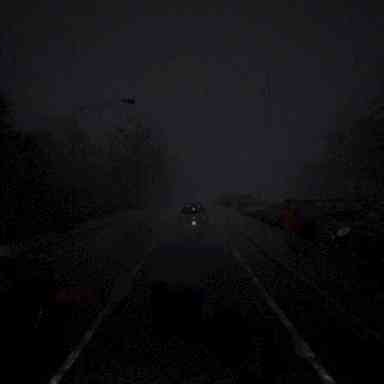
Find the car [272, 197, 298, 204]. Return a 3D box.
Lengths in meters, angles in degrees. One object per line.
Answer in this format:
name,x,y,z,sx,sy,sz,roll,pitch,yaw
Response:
car,20.390,1.920,73.014,5.008,1.535,2.097,0,-1,0

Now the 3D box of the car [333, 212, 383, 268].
car,6.955,1.479,9.325,4.892,1.521,2.231,0,0,0

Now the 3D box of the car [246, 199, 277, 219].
car,7.025,1.540,25.983,4.792,1.488,2.163,0,0,0

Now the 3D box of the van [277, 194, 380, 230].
van,7.124,1.264,17.654,4.442,1.987,1.878,0,0,0

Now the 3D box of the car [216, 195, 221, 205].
car,7.236,1.329,53.744,5.566,2.045,2.435,0,0,0

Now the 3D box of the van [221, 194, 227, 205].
van,7.076,1.347,50.969,4.442,1.987,1.878,0,0,0

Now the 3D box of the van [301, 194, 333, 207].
van,20.171,1.350,53.655,4.442,1.987,1.878,0,-1,0

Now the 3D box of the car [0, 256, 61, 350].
car,-3.348,1.546,3.873,2.033,1.411,5.357,0,0,0

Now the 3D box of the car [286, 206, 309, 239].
car,7.021,1.512,14.877,4.792,1.488,2.163,0,0,0

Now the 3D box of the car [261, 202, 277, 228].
car,6.994,1.526,20.430,4.792,1.488,2.163,0,0,0

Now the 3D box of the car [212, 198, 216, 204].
car,7.306,1.874,70.378,5.008,1.535,2.097,0,-1,0

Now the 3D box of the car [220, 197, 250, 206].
car,7.253,1.646,56.493,4.792,1.488,2.163,0,-1,0

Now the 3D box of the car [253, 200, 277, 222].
car,7.009,1.533,23.206,4.792,1.488,2.163,0,0,0

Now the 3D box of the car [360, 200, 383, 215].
car,20.182,1.567,34.255,4.674,1.452,2.002,0,0,0

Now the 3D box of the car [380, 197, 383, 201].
car,20.158,1.520,31.360,5.008,1.535,2.097,0,0,0

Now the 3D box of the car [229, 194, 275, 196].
car,7.100,1.420,39.864,4.553,1.767,2.185,0,0,0

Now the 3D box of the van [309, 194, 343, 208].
van,20.388,1.343,50.751,4.442,1.987,1.878,0,0,0

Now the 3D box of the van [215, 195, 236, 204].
van,7.433,1.700,73.158,4.442,1.987,1.878,0,-1,0

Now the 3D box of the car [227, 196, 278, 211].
car,6.930,1.535,37.088,5.366,1.575,1.946,0,0,0

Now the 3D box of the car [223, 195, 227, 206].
car,7.156,1.559,45.416,5.008,1.535,2.097,0,0,0

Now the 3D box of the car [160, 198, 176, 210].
car,-3.222,1.611,45.414,1.812,1.442,4.674,0,0,0

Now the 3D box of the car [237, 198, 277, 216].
car,6.884,1.515,28.760,5.366,1.575,1.946,0,0,0

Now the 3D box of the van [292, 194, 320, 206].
van,20.200,1.435,59.046,4.442,1.987,1.878,0,-1,0

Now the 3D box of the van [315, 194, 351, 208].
van,20.373,1.336,48.106,4.442,1.987,1.878,0,0,0

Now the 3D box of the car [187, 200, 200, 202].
car,0.191,1.650,39.635,1.895,1.301,4.718,0,0,0

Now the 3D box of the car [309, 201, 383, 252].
car,7.008,1.353,12.104,4.553,1.767,2.185,0,0,0

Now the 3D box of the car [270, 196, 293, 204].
car,20.378,1.844,75.662,4.553,1.767,2.185,0,-1,0

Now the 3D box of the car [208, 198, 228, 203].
car,7.238,2.333,92.568,5.366,1.575,1.946,0,-1,0

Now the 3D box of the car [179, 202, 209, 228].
car,0.130,1.609,22.492,1.895,1.301,4.718,0,0,0

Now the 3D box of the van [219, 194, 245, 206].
van,7.122,1.442,59.280,4.442,1.987,1.878,0,-1,0

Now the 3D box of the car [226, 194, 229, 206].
car,7.115,1.427,42.640,4.553,1.767,2.185,0,0,0

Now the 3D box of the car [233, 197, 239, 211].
car,7.094,1.533,34.311,4.892,1.521,2.231,0,0,0

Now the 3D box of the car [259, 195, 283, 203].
car,20.499,1.932,86.738,5.566,2.045,2.435,0,-1,0

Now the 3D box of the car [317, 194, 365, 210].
car,20.213,1.304,45.336,5.566,2.045,2.435,0,0,0

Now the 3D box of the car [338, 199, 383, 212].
car,20.208,1.581,39.669,4.674,1.452,2.002,0,0,0

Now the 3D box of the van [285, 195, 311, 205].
van,20.465,1.538,64.583,4.442,1.987,1.878,0,-1,0

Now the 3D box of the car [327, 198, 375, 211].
car,20.220,1.548,42.441,5.008,1.535,2.097,0,0,0

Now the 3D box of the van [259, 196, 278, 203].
van,20.605,2.028,89.629,4.442,1.987,1.878,0,-1,0

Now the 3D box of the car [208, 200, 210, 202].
car,7.334,1.830,81.486,5.566,2.045,2.435,0,-1,0

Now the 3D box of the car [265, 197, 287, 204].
car,20.434,2.074,81.199,4.892,1.521,2.231,0,-1,0

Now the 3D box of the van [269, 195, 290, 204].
van,20.542,1.795,78.432,4.442,1.987,1.878,0,-1,0

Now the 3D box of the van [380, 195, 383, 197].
van,20.312,1.308,37.025,4.442,1.987,1.878,0,0,0
